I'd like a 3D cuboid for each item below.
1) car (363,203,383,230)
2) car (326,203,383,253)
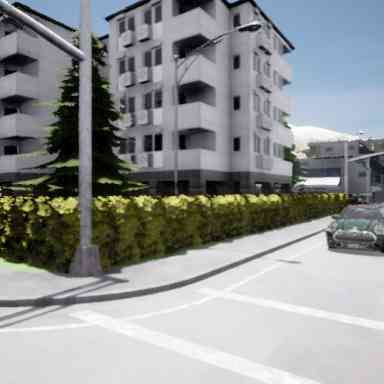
[{"bbox_3d":[12.974,1.552,22.270,2.033,1.411,5.357,0,0,35],"label":"car"},{"bbox_3d":[7.086,1.357,13.805,2.097,1.767,4.553,0,0,35],"label":"car"}]
